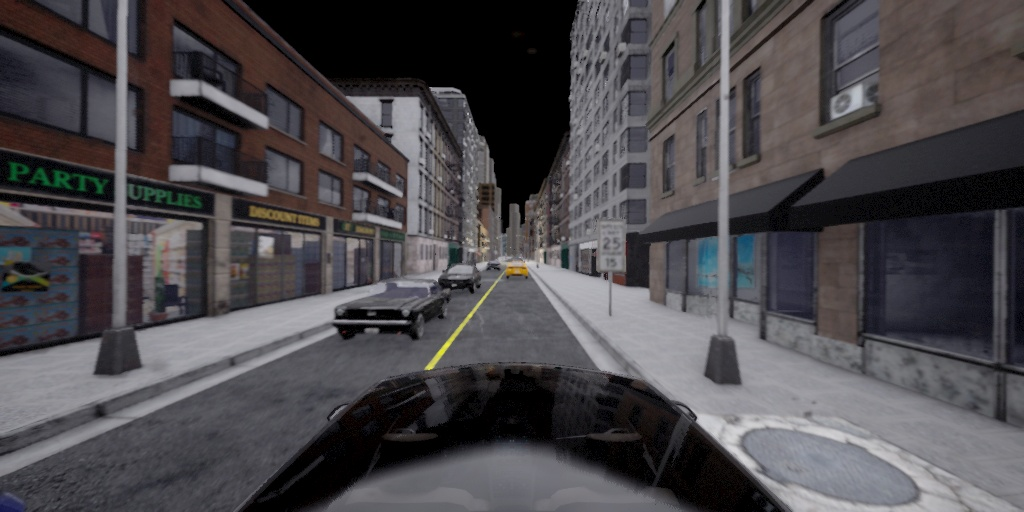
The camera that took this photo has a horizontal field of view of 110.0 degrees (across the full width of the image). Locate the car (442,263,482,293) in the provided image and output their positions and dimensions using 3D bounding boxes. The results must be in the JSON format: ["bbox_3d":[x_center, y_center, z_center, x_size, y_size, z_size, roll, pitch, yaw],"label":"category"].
[{"bbox_3d":[-2.847,1.177,20.457,1.882,1.535,5.008,1,0,1],"label":"car"}]

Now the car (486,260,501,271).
[{"bbox_3d":[-2.382,1.236,47.403,2.033,1.411,5.357,1,0,1],"label":"car"}]

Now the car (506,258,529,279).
[{"bbox_3d":[0.482,1.198,32.743,1.882,1.535,5.008,1,0,1],"label":"car"}]

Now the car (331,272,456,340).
[{"bbox_3d":[-3.008,1.311,9.968,1.895,1.301,4.718,1,0,1],"label":"car"}]
